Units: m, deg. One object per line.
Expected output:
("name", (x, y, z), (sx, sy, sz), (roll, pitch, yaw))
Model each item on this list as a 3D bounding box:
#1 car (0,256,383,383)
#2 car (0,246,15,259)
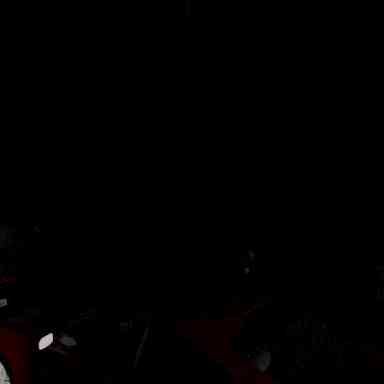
("car", (-0.264, 1.545, 3.148), (4.507, 1.381, 1.887), (0, 0, 35))
("car", (-4.698, 1.545, 6.297), (4.507, 1.381, 1.887), (0, 0, 35))
